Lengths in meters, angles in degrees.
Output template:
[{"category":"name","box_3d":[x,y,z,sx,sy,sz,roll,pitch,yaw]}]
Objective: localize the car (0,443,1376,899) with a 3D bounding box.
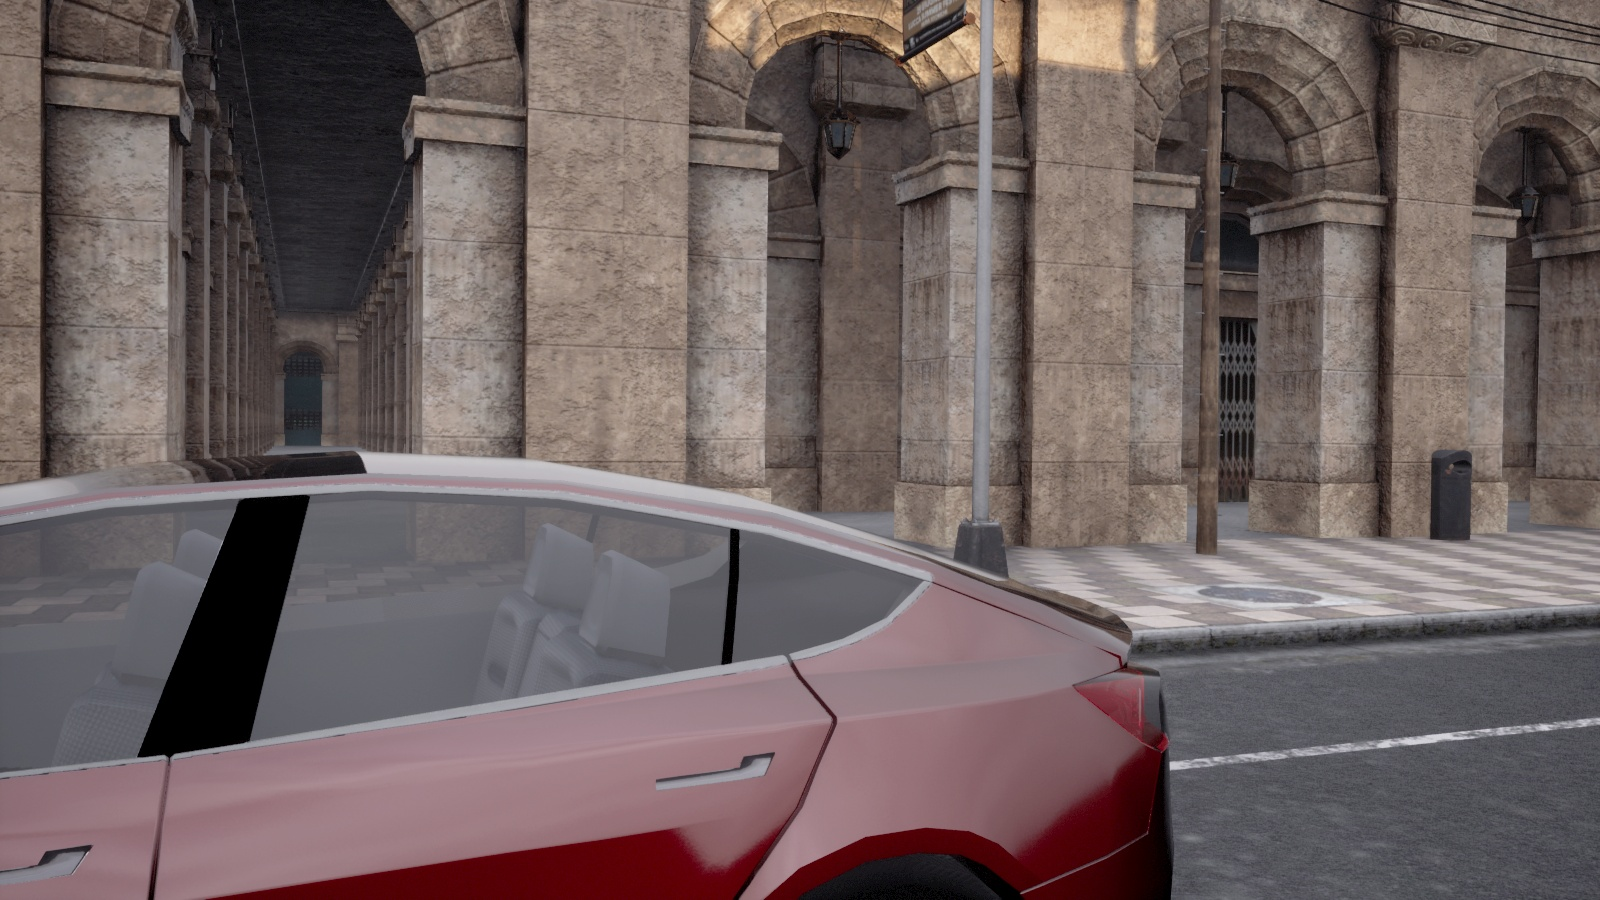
[{"category":"car","box_3d":[-1.451,0.769,2.707,4.792,1.488,2.163,-1,1,-21]}]
